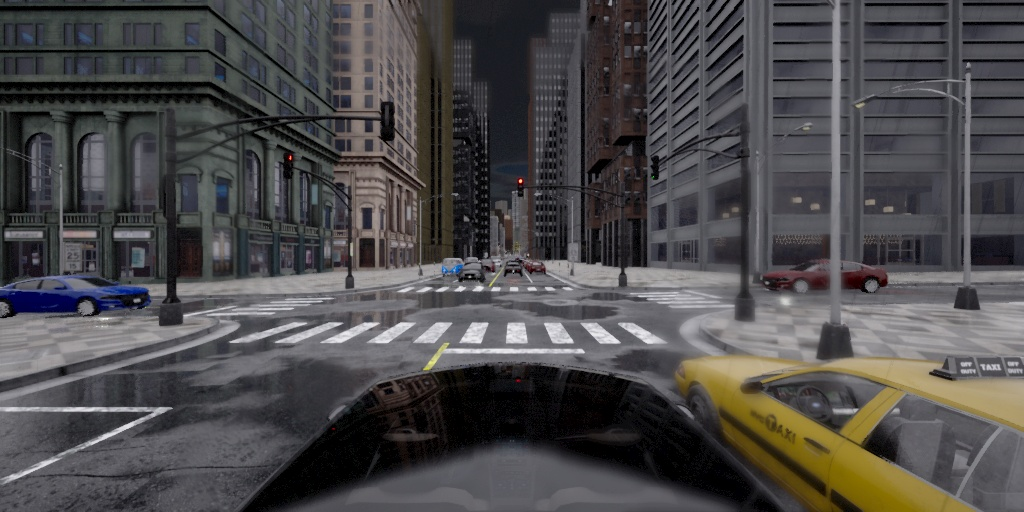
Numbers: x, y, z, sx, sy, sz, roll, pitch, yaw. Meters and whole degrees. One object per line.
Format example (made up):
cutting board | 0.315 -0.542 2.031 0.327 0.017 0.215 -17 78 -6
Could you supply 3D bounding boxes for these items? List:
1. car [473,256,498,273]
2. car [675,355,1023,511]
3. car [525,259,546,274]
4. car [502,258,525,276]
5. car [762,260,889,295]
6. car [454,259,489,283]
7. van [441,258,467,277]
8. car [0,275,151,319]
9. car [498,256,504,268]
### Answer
car | -3.054 1.111 42.611 2.097 1.767 4.553 0 0 0
car | 2.769 1.275 2.368 1.751 1.417 4.829 0 0 0
car | 2.819 1.304 40.290 1.888 1.381 4.507 0 0 0
car | 0.138 1.262 37.991 1.837 1.490 4.892 0 0 0
car | 14.702 0.948 17.036 5.008 1.535 1.882 -2 0 2
car | -3.064 1.258 28.222 1.837 1.490 4.892 0 0 0
van | -5.743 1.097 34.792 1.690 1.789 3.998 0 0 0
car | -17.141 1.503 13.993 5.008 1.535 1.882 -1 0 0
car | -2.938 0.987 63.657 2.150 2.045 5.566 0 0 0
